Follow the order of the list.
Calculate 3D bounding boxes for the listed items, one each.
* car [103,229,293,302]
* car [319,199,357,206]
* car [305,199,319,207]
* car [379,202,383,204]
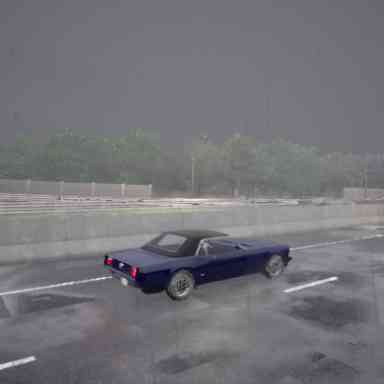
[{"bbox_3d":[0.373,1.604,8.321,4.718,1.301,1.895,0,0,-36],"label":"car"},{"bbox_3d":[16.735,1.588,37.368,4.674,1.442,1.812,0,0,-35],"label":"car"},{"bbox_3d":[15.873,1.593,41.037,4.674,1.442,1.812,0,0,-35],"label":"car"},{"bbox_3d":[21.806,1.640,36.644,4.181,1.385,1.994,0,0,-35],"label":"car"}]
